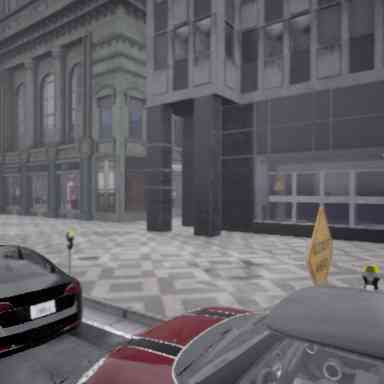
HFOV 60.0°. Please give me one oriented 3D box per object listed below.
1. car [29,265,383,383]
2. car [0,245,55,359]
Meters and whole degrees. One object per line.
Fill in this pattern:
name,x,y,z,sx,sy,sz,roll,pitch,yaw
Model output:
car,0.956,1.440,2.278,4.097,1.590,1.967,0,0,36
car,-3.632,1.568,5.554,4.313,1.339,1.947,0,0,36
